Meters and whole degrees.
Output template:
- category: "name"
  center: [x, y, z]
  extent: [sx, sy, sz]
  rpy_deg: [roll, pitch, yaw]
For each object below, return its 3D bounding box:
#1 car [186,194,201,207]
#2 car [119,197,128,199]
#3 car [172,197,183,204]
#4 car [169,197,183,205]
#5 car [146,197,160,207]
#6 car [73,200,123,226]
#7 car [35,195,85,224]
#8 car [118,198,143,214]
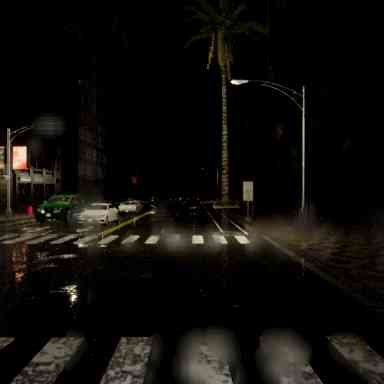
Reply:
- category: "car"
  center: [0.223, 1.259, 53.399]
  extent: [2.150, 2.045, 5.566]
  rpy_deg: [0, 0, 0]
- category: "car"
  center: [-9.633, 1.518, 47.342]
  extent: [2.128, 1.511, 4.902]
  rpy_deg: [0, 0, 0]
- category: "car"
  center: [-2.878, 1.633, 67.651]
  extent: [1.994, 1.385, 4.181]
  rpy_deg: [0, 0, 0]
- category: "car"
  center: [-2.919, 1.610, 57.693]
  extent: [1.994, 1.385, 4.181]
  rpy_deg: [0, 0, 1]
- category: "car"
  center: [-6.310, 1.586, 53.962]
  extent: [2.033, 1.411, 5.357]
  rpy_deg: [0, 0, 1]
- category: "car"
  center: [-6.501, 1.531, 23.589]
  extent: [1.812, 1.442, 4.674]
  rpy_deg: [0, 0, 0]
- category: "car"
  center: [-9.744, 1.227, 25.341]
  extent: [2.150, 2.045, 5.566]
  rpy_deg: [0, 0, 0]
- category: "car"
  center: [-6.453, 1.613, 35.267]
  extent: [1.895, 1.301, 4.718]
  rpy_deg: [0, 0, 0]
